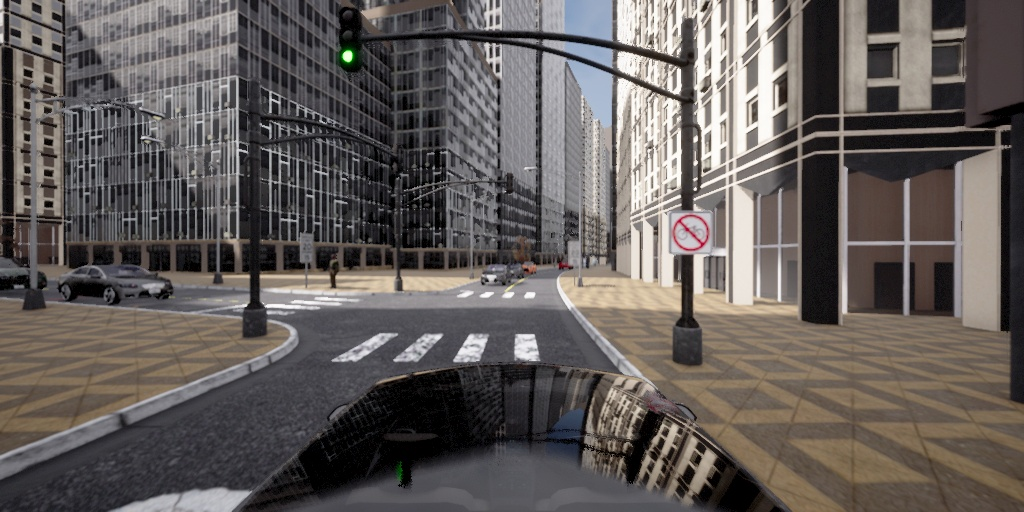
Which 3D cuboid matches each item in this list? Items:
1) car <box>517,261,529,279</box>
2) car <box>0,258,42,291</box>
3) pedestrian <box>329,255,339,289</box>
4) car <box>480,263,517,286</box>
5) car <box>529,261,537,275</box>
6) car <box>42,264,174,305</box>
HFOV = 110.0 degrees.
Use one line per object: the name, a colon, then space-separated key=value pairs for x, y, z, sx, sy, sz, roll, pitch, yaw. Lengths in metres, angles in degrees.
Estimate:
car: x=0.176 y=1.523 z=37.360 sx=2.128 sy=1.511 sz=4.902 roll=0 pitch=-1 yaw=9
car: x=-25.689 y=0.861 z=17.737 sx=4.553 sy=1.767 sz=2.097 roll=1 pitch=0 yaw=16
pedestrian: x=-9.550 y=0.818 z=19.136 sx=0.375 sy=1.860 sz=0.375 roll=0 pitch=0 yaw=16
car: x=-1.156 y=1.432 z=27.877 sx=2.128 sy=1.511 sz=4.902 roll=0 pitch=-1 yaw=7
car: x=1.942 y=1.491 z=47.142 sx=2.097 sy=1.767 sz=4.553 roll=0 pitch=-1 yaw=12
car: x=-16.687 y=1.116 z=15.123 sx=4.902 sy=1.511 sz=2.128 roll=1 pitch=0 yaw=17
